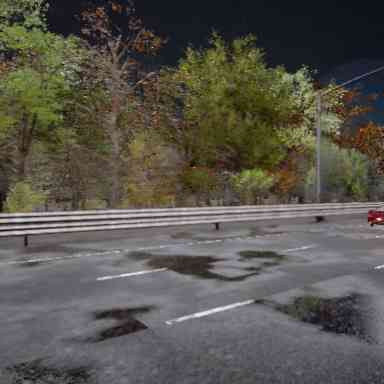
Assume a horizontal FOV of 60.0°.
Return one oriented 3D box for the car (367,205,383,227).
[{"bbox_3d":[13.580,1.554,21.977,5.008,1.535,1.882,1,0,-35],"label":"car"}]
